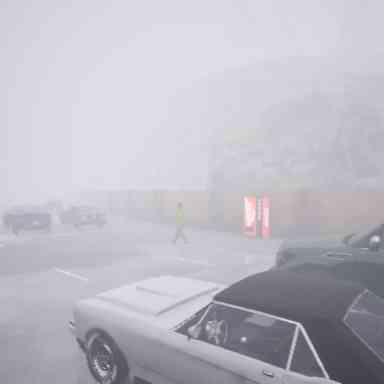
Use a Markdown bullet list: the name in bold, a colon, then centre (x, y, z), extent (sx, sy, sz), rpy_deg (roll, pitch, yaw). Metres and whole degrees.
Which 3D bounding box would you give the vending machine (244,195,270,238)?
- **vending machine**: centre (3.308, 1.195, 16.911), extent (0.880, 2.100, 1.100), rpy_deg (0, 0, 44)

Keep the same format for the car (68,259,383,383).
- **car**: centre (0.720, 1.601, 3.644), extent (4.718, 1.301, 1.895), rpy_deg (0, 0, 37)

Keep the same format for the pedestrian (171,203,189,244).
- **pedestrian**: centre (-0.500, 1.293, 14.097), extent (0.375, 1.860, 0.375), rpy_deg (0, 0, 45)

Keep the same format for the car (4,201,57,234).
- **car**: centre (-9.630, 1.477, 19.324), extent (1.882, 1.535, 5.008), rpy_deg (0, 0, -36)

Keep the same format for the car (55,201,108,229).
- **car**: centre (-7.235, 1.546, 21.785), extent (2.033, 1.411, 5.357), rpy_deg (0, 0, -35)

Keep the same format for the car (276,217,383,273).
- **car**: centre (4.090, 1.214, 5.443), extent (5.566, 2.045, 2.150), rpy_deg (-1, -1, 36)

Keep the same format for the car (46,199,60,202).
- **car**: centre (-14.617, 1.503, 34.926), extent (1.837, 1.490, 4.892), rpy_deg (0, 0, -27)
